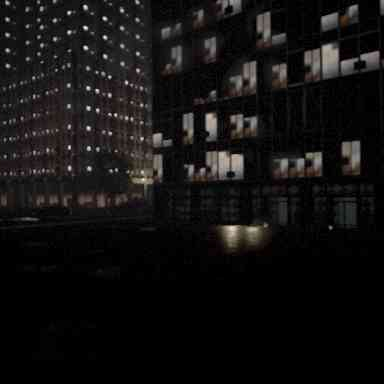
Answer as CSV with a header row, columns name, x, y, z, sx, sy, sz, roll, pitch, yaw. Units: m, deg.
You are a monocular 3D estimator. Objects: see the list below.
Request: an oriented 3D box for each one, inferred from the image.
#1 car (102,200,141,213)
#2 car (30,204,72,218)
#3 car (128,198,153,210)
name,x,y,z,sx,sy,sz,roll,pitch,yaw
car,-9.513,2.112,44.201,1.895,1.301,4.718,-1,-1,35
car,-15.184,2.033,35.984,1.994,1.385,4.181,-1,-1,34
car,-8.702,1.885,49.966,2.192,1.841,5.009,-1,-1,35
